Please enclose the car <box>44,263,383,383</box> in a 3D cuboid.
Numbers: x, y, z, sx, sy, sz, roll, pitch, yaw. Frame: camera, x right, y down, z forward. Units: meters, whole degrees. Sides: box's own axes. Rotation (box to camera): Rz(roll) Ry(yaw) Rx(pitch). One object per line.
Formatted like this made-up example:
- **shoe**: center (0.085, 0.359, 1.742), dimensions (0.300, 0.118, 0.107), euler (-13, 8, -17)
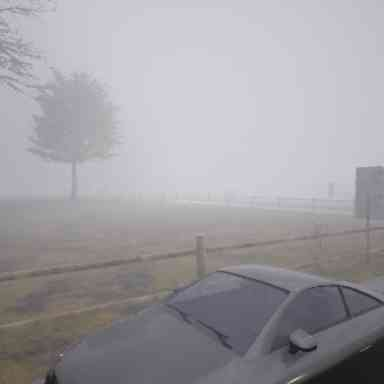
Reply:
- **car**: center (0.692, 1.561, 3.554), dimensions (4.181, 1.385, 1.994), euler (0, 0, -35)
